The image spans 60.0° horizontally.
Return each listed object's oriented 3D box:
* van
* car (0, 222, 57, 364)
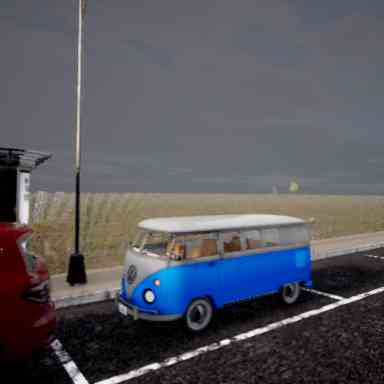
[{"bbox_3d":[0.618,1.363,6.529,3.998,1.788,1.690,0,0,-36],"label":"van"},{"bbox_3d":[-3.983,1.308,3.244,5.009,1.841,2.192,0,0,-36],"label":"car"}]
